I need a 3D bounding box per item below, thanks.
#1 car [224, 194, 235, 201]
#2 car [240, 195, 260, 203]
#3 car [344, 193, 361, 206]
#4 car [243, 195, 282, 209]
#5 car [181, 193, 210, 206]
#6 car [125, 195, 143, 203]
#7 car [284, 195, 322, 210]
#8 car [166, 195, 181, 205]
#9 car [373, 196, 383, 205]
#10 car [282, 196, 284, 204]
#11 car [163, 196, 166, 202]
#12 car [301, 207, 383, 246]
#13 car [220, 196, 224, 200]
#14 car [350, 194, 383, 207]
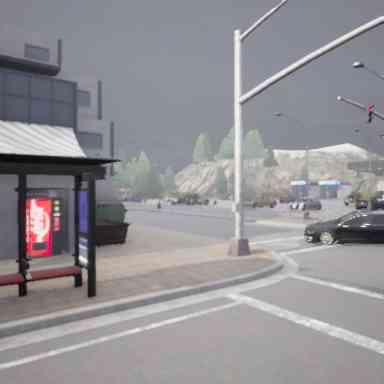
[{"bbox_3d":[11.062,1.317,81.422,5.027,1.636,2.152,0,0,-36],"label":"car"},{"bbox_3d":[11.733,1.334,67.324,3.633,1.501,1.845,0,0,-36],"label":"car"},{"bbox_3d":[24.207,1.115,48.644,4.605,1.855,1.932,0,0,-36],"label":"car"},{"bbox_3d":[8.253,1.234,41.060,5.027,1.636,2.152,0,0,-36],"label":"car"},{"bbox_3d":[0.794,1.157,51.455,3.866,1.878,1.905,0,0,-36],"label":"car"},{"bbox_3d":[-11.956,1.454,68.756,3.633,1.501,1.845,0,0,-36],"label":"car"},{"bbox_3d":[12.258,1.312,36.035,3.806,1.475,1.970,0,0,-36],"label":"car"},{"bbox_3d":[-1.234,1.179,53.576,4.605,1.855,1.932,0,0,-36],"label":"car"},{"bbox_3d":[31.075,1.348,53.618,3.806,1.475,1.970,0,0,-36],"label":"car"},{"bbox_3d":[17.524,1.313,59.180,4.514,1.523,2.007,0,0,-36],"label":"car"},{"bbox_3d":[-4.189,1.438,70.660,3.806,1.475,1.970,0,0,-36],"label":"car"},{"bbox_3d":[7.593,1.628,14.901,4.892,1.490,1.837,-2,3,19],"label":"car"},{"bbox_3d":[9.191,1.326,83.940,4.514,1.523,2.007,0,0,-36],"label":"car"},{"bbox_3d":[20.120,1.352,37.168,4.514,1.523,2.007,0,0,-36],"label":"car"}]
